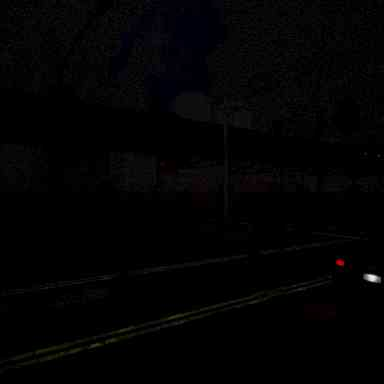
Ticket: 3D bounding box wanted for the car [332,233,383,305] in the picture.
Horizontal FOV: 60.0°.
[{"bbox_3d":[4.967,1.564,7.317,4.181,1.385,1.994,0,0,-35],"label":"car"}]
